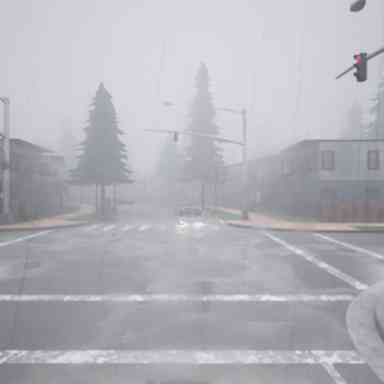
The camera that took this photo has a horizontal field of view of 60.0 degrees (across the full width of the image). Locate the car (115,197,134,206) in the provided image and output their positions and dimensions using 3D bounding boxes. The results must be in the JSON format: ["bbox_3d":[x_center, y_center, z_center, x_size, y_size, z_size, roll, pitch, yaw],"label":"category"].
[{"bbox_3d":[-10.645,1.430,51.992,2.033,1.411,5.357,0,0,-25],"label":"car"}]

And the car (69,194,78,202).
[{"bbox_3d":[-26.583,1.270,71.881,4.892,1.490,1.837,0,0,40],"label":"car"}]

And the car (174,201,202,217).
[{"bbox_3d":[-0.425,1.533,30.517,1.895,1.301,4.718,0,0,-12],"label":"car"}]
